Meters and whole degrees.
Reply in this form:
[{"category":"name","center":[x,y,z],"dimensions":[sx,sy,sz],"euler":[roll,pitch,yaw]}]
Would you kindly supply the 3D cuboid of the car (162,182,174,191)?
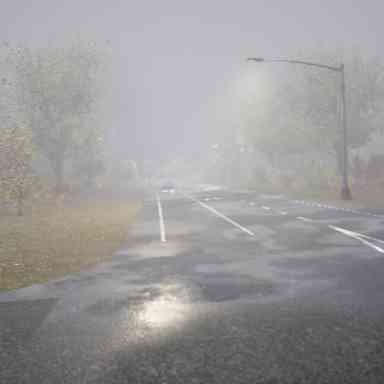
[{"category":"car","center":[-4.203,-1.036,57.536],"dimensions":[1.994,1.385,4.181],"euler":[-3,3,-3]}]
